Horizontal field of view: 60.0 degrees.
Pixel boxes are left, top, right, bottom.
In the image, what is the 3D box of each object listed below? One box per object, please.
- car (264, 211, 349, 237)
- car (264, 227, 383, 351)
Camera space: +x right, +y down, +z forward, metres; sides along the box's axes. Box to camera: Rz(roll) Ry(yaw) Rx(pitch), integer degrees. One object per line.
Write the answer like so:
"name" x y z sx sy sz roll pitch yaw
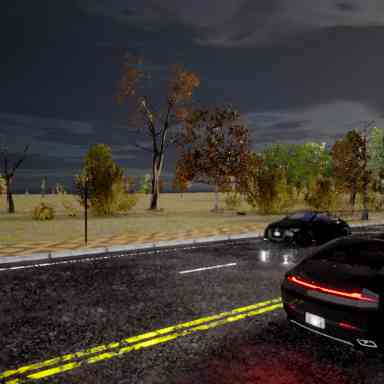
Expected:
"car" 5.224 1.561 14.981 4.181 1.385 1.994 0 0 -33
"car" 3.678 1.504 5.907 4.892 1.490 1.837 0 0 -34
